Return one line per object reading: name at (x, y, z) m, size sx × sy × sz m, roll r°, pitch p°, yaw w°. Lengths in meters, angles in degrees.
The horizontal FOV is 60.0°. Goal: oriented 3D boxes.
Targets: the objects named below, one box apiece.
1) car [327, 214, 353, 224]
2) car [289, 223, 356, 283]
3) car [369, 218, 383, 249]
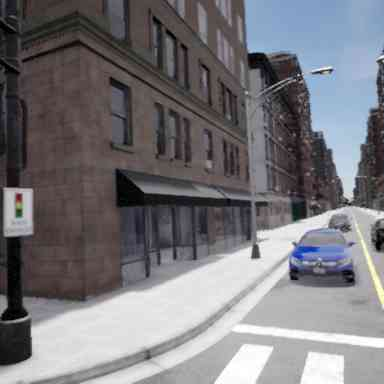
car at (13.592, 2.782, 30.517) m, size 1.837 × 1.490 × 4.892 m, roll -4°, pitch -4°, yaw 25°
car at (4.568, 2.044, 11.485) m, size 1.812 × 1.442 × 4.674 m, roll -4°, pitch -4°, yaw 25°
car at (10.603, 2.094, 17.589) m, size 1.882 × 1.535 × 5.008 m, roll -4°, pitch -4°, yaw 26°
